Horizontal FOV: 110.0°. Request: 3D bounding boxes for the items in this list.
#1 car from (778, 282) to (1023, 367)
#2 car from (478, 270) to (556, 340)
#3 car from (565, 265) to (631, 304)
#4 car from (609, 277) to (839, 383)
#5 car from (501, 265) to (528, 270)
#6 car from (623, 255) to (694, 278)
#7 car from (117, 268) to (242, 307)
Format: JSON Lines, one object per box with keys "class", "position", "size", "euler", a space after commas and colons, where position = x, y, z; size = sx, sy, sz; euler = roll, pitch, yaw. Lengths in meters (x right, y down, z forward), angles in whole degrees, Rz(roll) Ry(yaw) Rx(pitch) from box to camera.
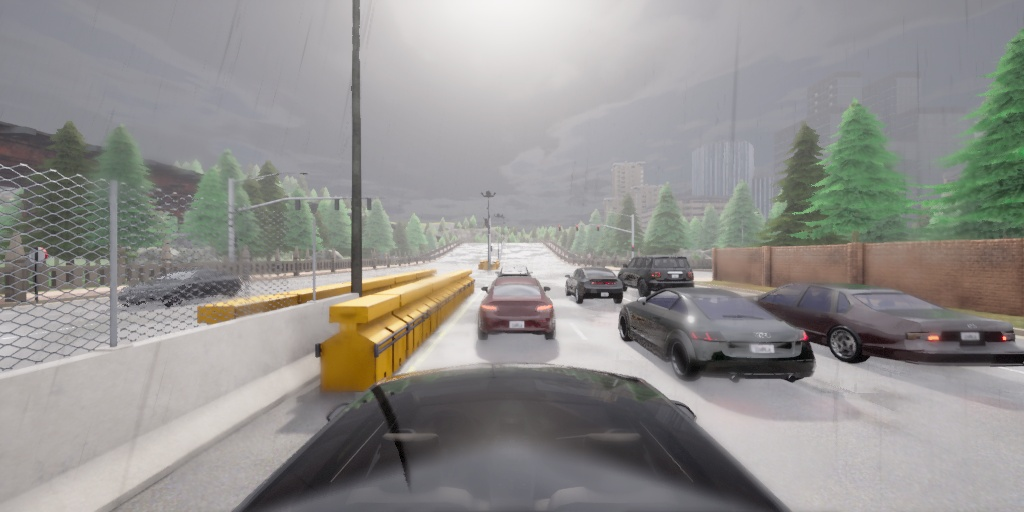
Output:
{"class": "car", "position": [7.108, 1.297, 8.068], "size": [2.033, 1.411, 5.357], "euler": [0, 0, 0]}
{"class": "car", "position": [0.110, 1.276, 9.834], "size": [1.812, 1.442, 4.674], "euler": [0, 0, 0]}
{"class": "car", "position": [3.616, 1.255, 16.371], "size": [1.837, 1.490, 4.892], "euler": [0, 0, 0]}
{"class": "car", "position": [3.611, 1.314, 7.204], "size": [1.994, 1.385, 4.181], "euler": [0, 0, -1]}
{"class": "car", "position": [0.120, 1.241, 19.079], "size": [2.128, 1.511, 4.902], "euler": [0, 0, 0]}
{"class": "car", "position": [7.118, 0.972, 18.310], "size": [2.150, 2.045, 5.566], "euler": [0, 0, 0]}
{"class": "car", "position": [-13.999, 1.276, 15.489], "size": [1.812, 1.442, 4.674], "euler": [0, 0, 1]}
